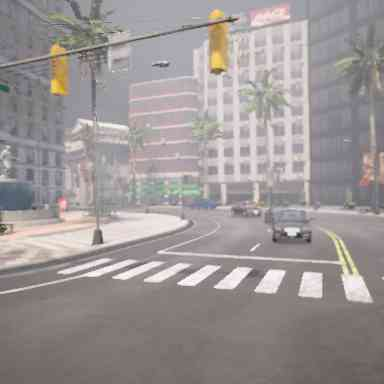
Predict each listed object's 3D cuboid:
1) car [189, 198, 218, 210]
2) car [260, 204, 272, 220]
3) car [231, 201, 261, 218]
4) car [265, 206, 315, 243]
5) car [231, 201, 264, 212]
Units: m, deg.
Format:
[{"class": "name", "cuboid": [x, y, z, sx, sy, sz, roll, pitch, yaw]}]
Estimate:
[{"class": "car", "cuboid": [1.935, 2.050, 57.695, 2.150, 2.045, 5.566, 0, -1, -43]}, {"class": "car", "cuboid": [7.018, 1.843, 26.669, 1.812, 1.442, 4.674, -1, -1, 1]}, {"class": "car", "cuboid": [5.903, 1.966, 36.572, 2.128, 1.511, 4.902, 0, -1, -17]}, {"class": "car", "cuboid": [5.332, 1.695, 17.614, 2.128, 1.511, 4.902, -1, -1, 18]}, {"class": "car", "cuboid": [8.167, 2.112, 49.299, 1.882, 1.535, 5.008, 0, -1, -31]}]
